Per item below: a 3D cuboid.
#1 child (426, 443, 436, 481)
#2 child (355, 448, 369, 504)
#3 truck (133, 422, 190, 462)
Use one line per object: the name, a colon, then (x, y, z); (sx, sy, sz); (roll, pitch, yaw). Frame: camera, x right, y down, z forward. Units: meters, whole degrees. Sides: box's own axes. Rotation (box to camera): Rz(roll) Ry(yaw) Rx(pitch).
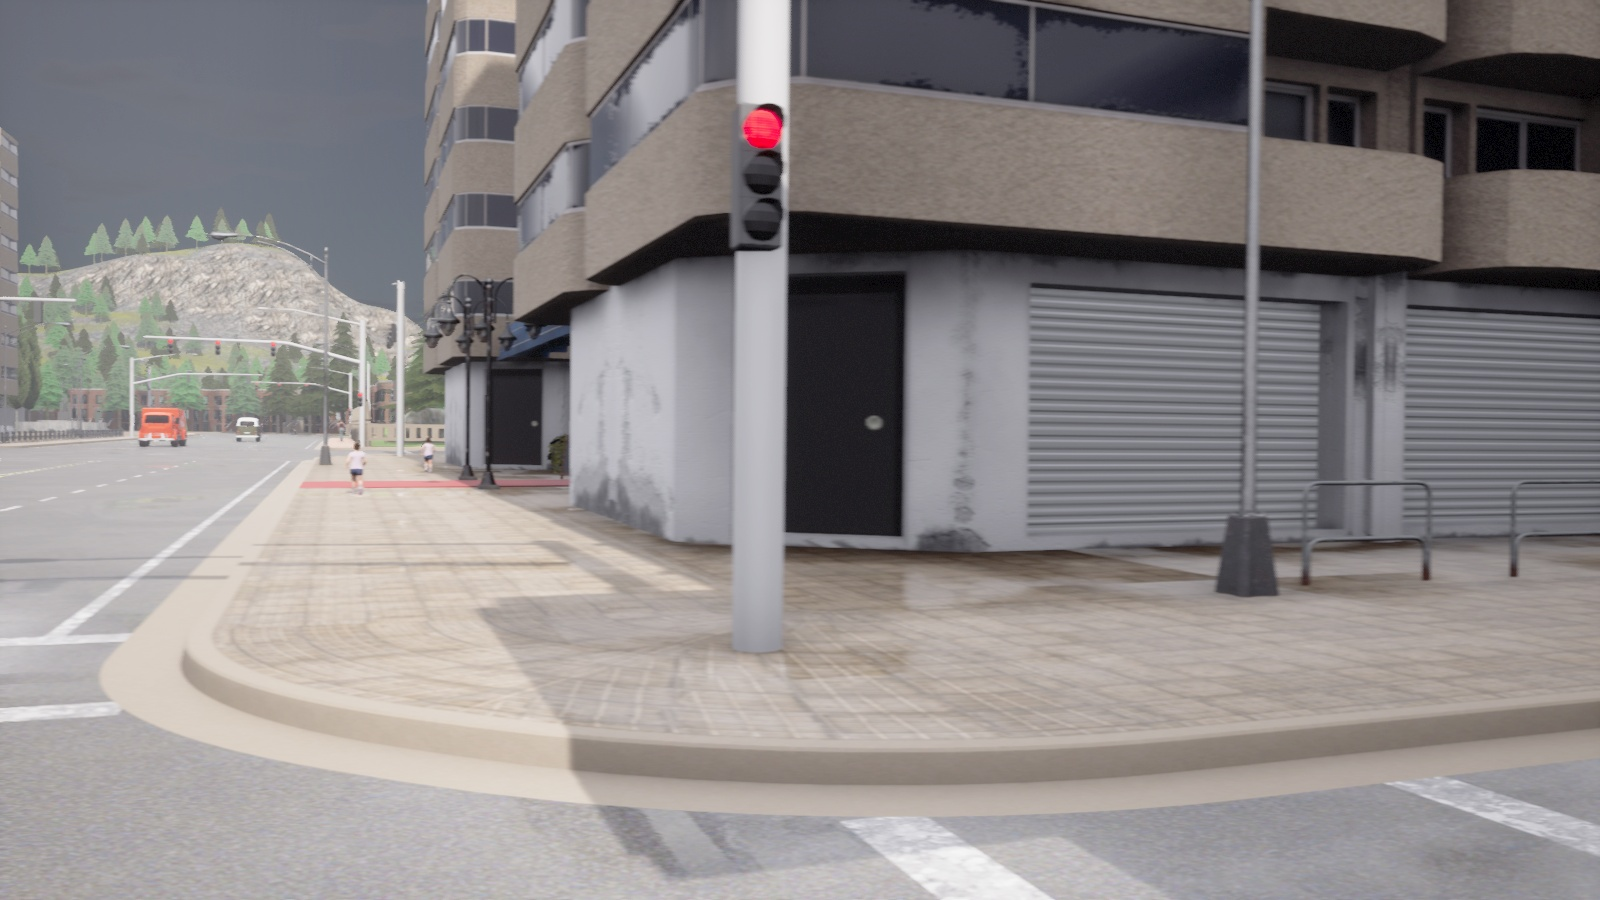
child: (-10.812, 0.353, 36.830); (0.255, 1.110, 0.394); (-1, 1, -18)
child: (-8.784, 0.522, 25.181); (0.255, 1.110, 0.394); (-1, 1, -20)
truck: (-41.091, -0.563, 80.972); (2.627, 2.467, 5.204); (-1, 1, -20)
